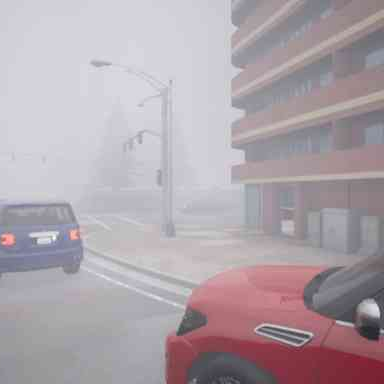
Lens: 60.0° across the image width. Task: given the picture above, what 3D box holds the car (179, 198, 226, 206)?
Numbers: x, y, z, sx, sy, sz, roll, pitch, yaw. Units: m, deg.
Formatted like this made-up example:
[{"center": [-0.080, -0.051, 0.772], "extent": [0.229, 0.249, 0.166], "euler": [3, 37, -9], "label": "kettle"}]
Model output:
[{"center": [0.760, 1.390, 34.113], "extent": [4.553, 1.767, 2.097], "euler": [0, 0, -23], "label": "car"}]

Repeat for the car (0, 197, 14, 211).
[{"center": [-23.515, 1.468, 41.640], "extent": [1.837, 1.490, 4.892], "euler": [0, 0, -23], "label": "car"}]

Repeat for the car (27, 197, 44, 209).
[{"center": [-21.231, 1.441, 45.227], "extent": [1.882, 1.535, 5.008], "euler": [0, 0, -23], "label": "car"}]

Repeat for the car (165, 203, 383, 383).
[{"center": [2.383, 1.222, 2.424], "extent": [5.566, 2.045, 2.150], "euler": [0, 0, 36], "label": "car"}]

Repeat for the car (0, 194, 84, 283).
[{"center": [-4.964, 1.213, 9.841], "extent": [2.150, 2.045, 5.566], "euler": [0, 0, -36], "label": "car"}]

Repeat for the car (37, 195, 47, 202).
[{"center": [-34.892, 1.478, 77.315], "extent": [2.033, 1.411, 5.357], "euler": [0, 0, -23], "label": "car"}]
